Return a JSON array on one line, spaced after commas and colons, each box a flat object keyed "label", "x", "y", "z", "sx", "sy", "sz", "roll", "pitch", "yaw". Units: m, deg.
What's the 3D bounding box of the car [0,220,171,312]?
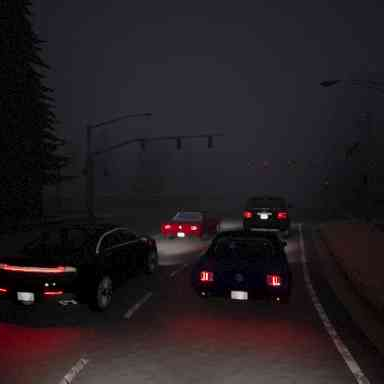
[{"label": "car", "x": -2.239, "y": 1.492, "z": 7.809, "sx": 2.128, "sy": 1.511, "sz": 4.902, "roll": 0, "pitch": 0, "yaw": 11}]

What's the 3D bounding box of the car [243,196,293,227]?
[{"label": "car", "x": 4.065, "y": 1.221, "z": 17.638, "sx": 2.150, "sy": 2.045, "sz": 5.566, "roll": 0, "pitch": 0, "yaw": 17}]

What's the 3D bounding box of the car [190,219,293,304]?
[{"label": "car", "x": 1.388, "y": 1.601, "z": 8.243, "sx": 1.895, "sy": 1.301, "sz": 4.718, "roll": 0, "pitch": 0, "yaw": 13}]

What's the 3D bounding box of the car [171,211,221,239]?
[{"label": "car", "x": 0.165, "y": 1.601, "z": 16.822, "sx": 1.895, "sy": 1.301, "sz": 4.718, "roll": 0, "pitch": 0, "yaw": 17}]

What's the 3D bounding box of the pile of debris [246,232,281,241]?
[{"label": "pile of debris", "x": 3.540, "y": 2.175, "z": 16.358, "sx": 1.500, "sy": 0.140, "sz": 1.860, "roll": 0, "pitch": 0, "yaw": 17}]
